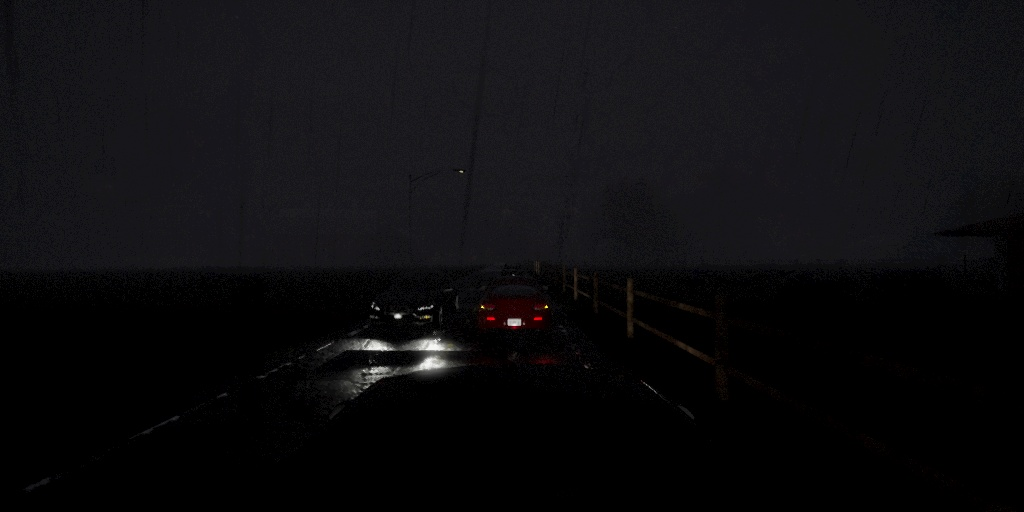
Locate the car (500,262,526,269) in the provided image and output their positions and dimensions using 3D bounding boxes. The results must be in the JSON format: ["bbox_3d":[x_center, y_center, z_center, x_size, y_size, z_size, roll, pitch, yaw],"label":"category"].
[{"bbox_3d":[0.084,1.256,29.426,2.128,1.511,4.902,0,0,0],"label":"car"}]

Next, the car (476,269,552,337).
[{"bbox_3d":[0.068,1.276,10.127,1.812,1.442,4.674,0,0,0],"label":"car"}]

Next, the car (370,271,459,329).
[{"bbox_3d":[-2.852,1.255,11.381,1.837,1.490,4.892,0,0,0],"label":"car"}]
